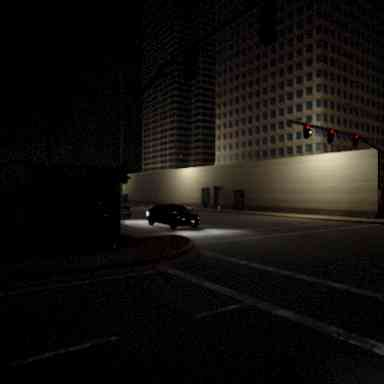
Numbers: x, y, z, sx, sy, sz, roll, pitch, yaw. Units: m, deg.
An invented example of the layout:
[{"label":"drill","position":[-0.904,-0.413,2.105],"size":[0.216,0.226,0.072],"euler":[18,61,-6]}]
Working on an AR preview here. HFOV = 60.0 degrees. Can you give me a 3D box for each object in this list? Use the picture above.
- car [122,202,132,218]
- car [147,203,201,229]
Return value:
[{"label":"car","position":[-7.116,1.515,30.206],"size":[2.128,1.511,4.902],"euler":[0,0,-35]},{"label":"car","position":[-1.304,1.528,21.978],"size":[1.837,1.490,4.892],"euler":[0,0,-34]}]
